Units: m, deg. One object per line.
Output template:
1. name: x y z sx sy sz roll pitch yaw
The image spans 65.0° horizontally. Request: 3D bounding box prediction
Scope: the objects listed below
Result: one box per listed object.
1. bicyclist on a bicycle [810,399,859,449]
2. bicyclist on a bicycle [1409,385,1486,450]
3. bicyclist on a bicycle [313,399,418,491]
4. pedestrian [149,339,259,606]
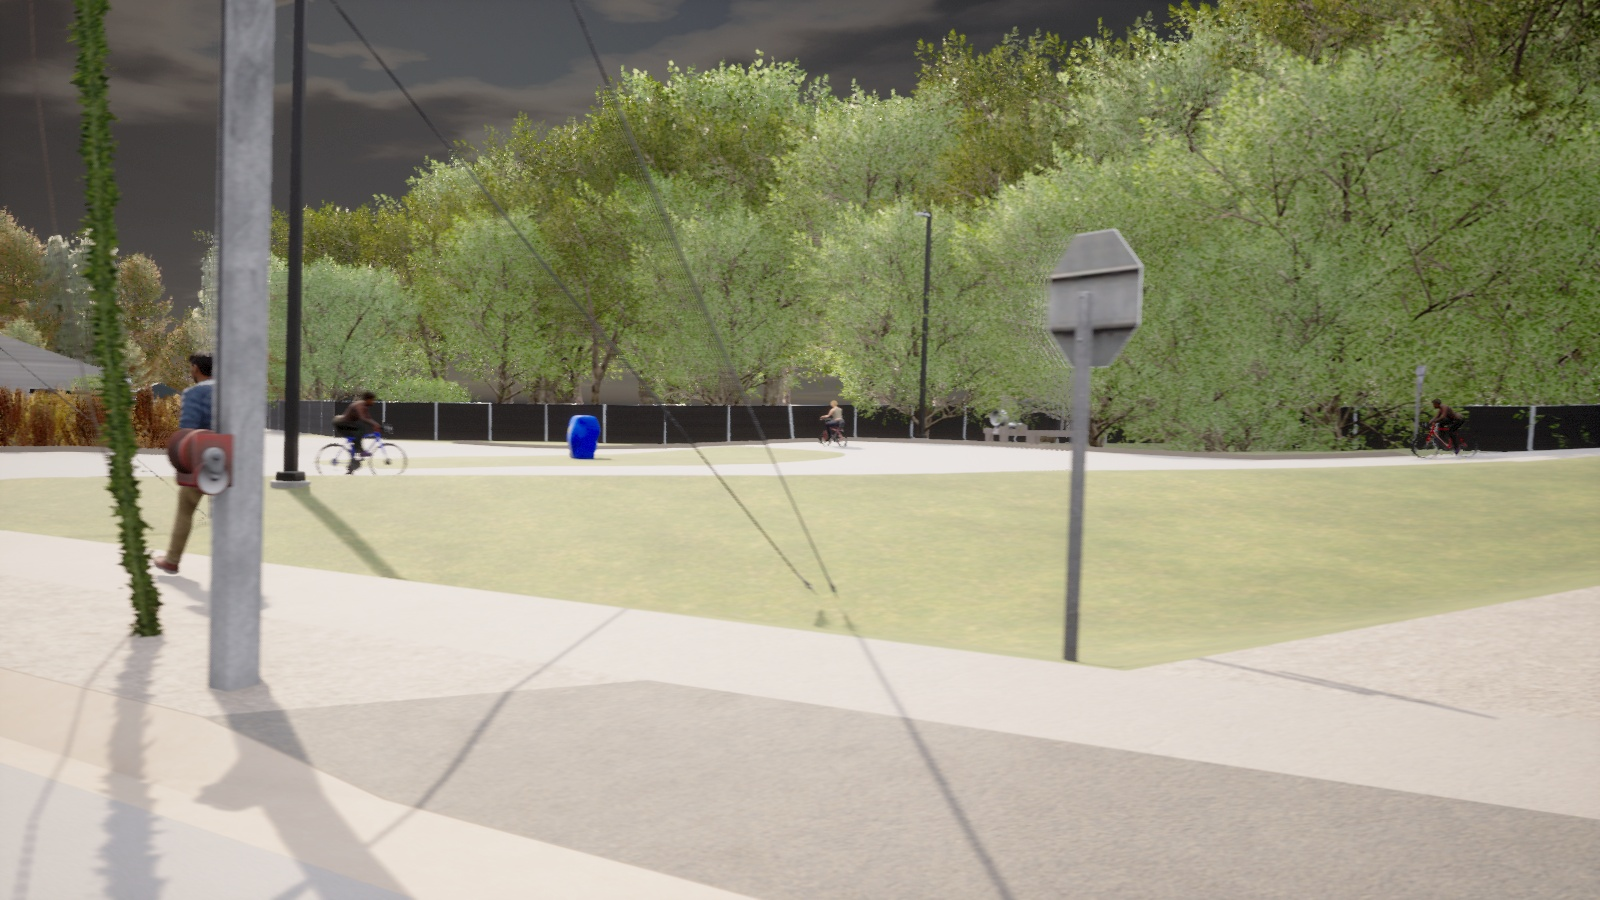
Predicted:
1. bicyclist on a bicycle: 1.175 -0.903 42.694 0.866 1.612 1.509 -5 4 -35
2. bicyclist on a bicycle: 17.284 -0.864 33.542 1.656 1.620 0.582 -4 1 12
3. bicyclist on a bicycle: -7.924 -0.093 22.946 1.656 1.620 0.582 -2 1 -3
4. pedestrian: -4.548 0.152 9.578 0.788 1.949 0.423 2 2 35
